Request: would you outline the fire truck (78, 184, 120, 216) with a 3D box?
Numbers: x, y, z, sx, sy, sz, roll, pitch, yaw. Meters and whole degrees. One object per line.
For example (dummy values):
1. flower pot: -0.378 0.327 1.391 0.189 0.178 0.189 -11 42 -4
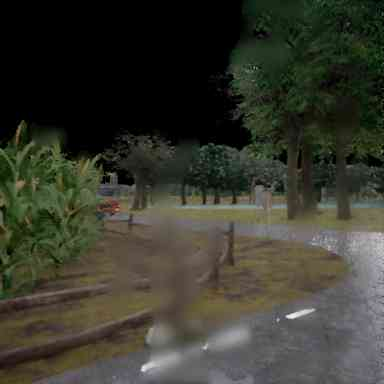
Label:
1. fire truck: -12.264 1.025 42.557 2.891 3.827 8.468 0 -1 -36
